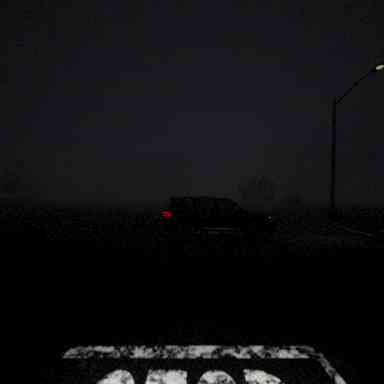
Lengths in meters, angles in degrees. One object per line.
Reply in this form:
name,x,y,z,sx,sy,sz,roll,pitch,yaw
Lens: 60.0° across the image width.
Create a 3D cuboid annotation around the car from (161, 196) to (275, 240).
car,1.265,1.239,16.646,5.566,2.045,2.150,0,0,0
